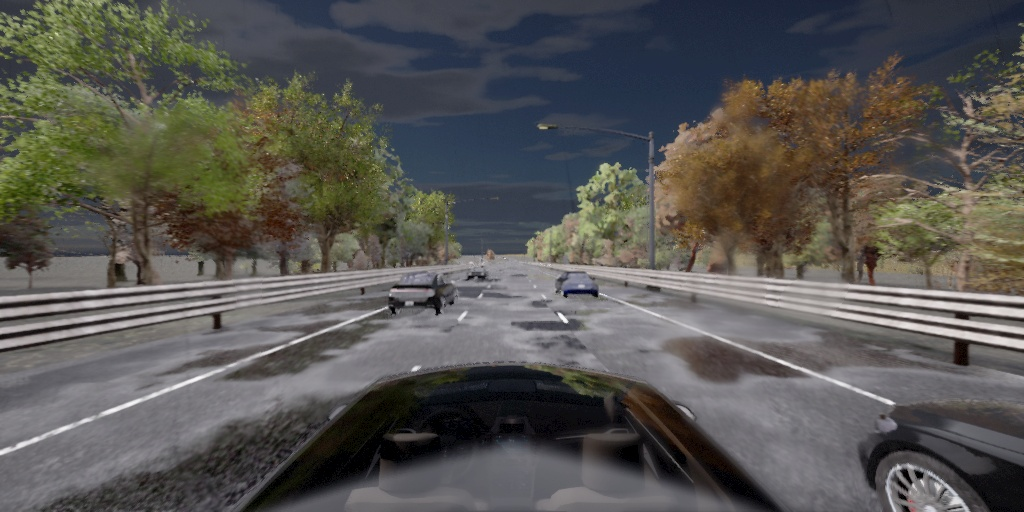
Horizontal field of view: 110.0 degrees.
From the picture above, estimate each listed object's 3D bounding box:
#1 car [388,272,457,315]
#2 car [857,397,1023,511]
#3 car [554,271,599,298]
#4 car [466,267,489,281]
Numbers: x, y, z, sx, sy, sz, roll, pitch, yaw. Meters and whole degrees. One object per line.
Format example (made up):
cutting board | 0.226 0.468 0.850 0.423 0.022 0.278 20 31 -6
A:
car | -3.402 1.399 14.319 2.128 1.511 4.902 0 -1 0
car | 3.599 1.264 0.793 1.812 1.442 4.674 0 -1 0
car | 3.598 1.551 20.543 1.994 1.385 4.181 0 -1 0
car | -3.405 1.789 36.157 1.895 1.301 4.718 0 -1 0
